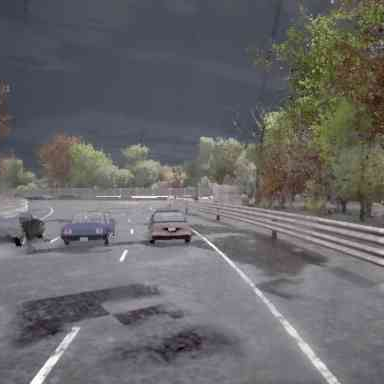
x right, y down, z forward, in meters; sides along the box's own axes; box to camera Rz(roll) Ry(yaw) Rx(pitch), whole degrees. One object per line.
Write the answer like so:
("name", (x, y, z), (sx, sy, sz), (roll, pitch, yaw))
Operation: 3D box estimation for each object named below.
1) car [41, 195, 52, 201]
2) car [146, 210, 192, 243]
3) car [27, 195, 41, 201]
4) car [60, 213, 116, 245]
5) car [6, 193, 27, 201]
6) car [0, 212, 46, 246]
("car", (-37.454, 1.499, 84.188), (5.357, 1.411, 2.033), (0, 0, 40))
("car", (-1.180, 1.561, 16.018), (2.033, 1.411, 5.357), (0, 0, -8))
("car", (-39.798, 1.441, 81.588), (5.008, 1.535, 1.882), (0, 0, 40))
("car", (-4.648, 1.614, 15.546), (1.895, 1.301, 4.718), (0, 0, -8))
("car", (-42.165, 1.192, 79.008), (5.566, 2.045, 2.150), (0, 0, 40))
("car", (-8.108, 1.570, 15.015), (1.994, 1.385, 4.181), (0, 0, -8))
